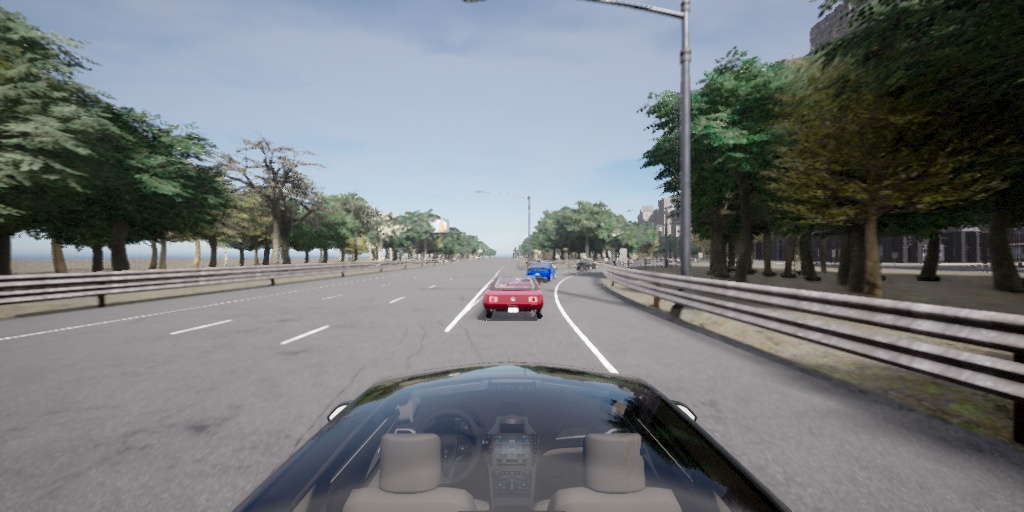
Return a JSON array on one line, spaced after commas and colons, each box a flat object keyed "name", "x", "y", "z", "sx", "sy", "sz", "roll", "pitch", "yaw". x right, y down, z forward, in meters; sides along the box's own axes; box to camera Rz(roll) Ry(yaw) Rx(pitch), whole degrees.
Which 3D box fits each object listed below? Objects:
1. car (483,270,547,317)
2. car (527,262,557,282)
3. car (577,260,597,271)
[{"name": "car", "x": 0.141, "y": 1.355, "z": 13.133, "sx": 1.895, "sy": 1.301, "sz": 4.718, "roll": 0, "pitch": 0, "yaw": 3}, {"name": "car", "x": 2.500, "y": 1.255, "z": 29.447, "sx": 1.882, "sy": 1.535, "sz": 5.008, "roll": 0, "pitch": 0, "yaw": 14}, {"name": "car", "x": 10.553, "y": 1.270, "z": 50.280, "sx": 1.837, "sy": 1.490, "sz": 4.892, "roll": -1, "pitch": 0, "yaw": 28}]
